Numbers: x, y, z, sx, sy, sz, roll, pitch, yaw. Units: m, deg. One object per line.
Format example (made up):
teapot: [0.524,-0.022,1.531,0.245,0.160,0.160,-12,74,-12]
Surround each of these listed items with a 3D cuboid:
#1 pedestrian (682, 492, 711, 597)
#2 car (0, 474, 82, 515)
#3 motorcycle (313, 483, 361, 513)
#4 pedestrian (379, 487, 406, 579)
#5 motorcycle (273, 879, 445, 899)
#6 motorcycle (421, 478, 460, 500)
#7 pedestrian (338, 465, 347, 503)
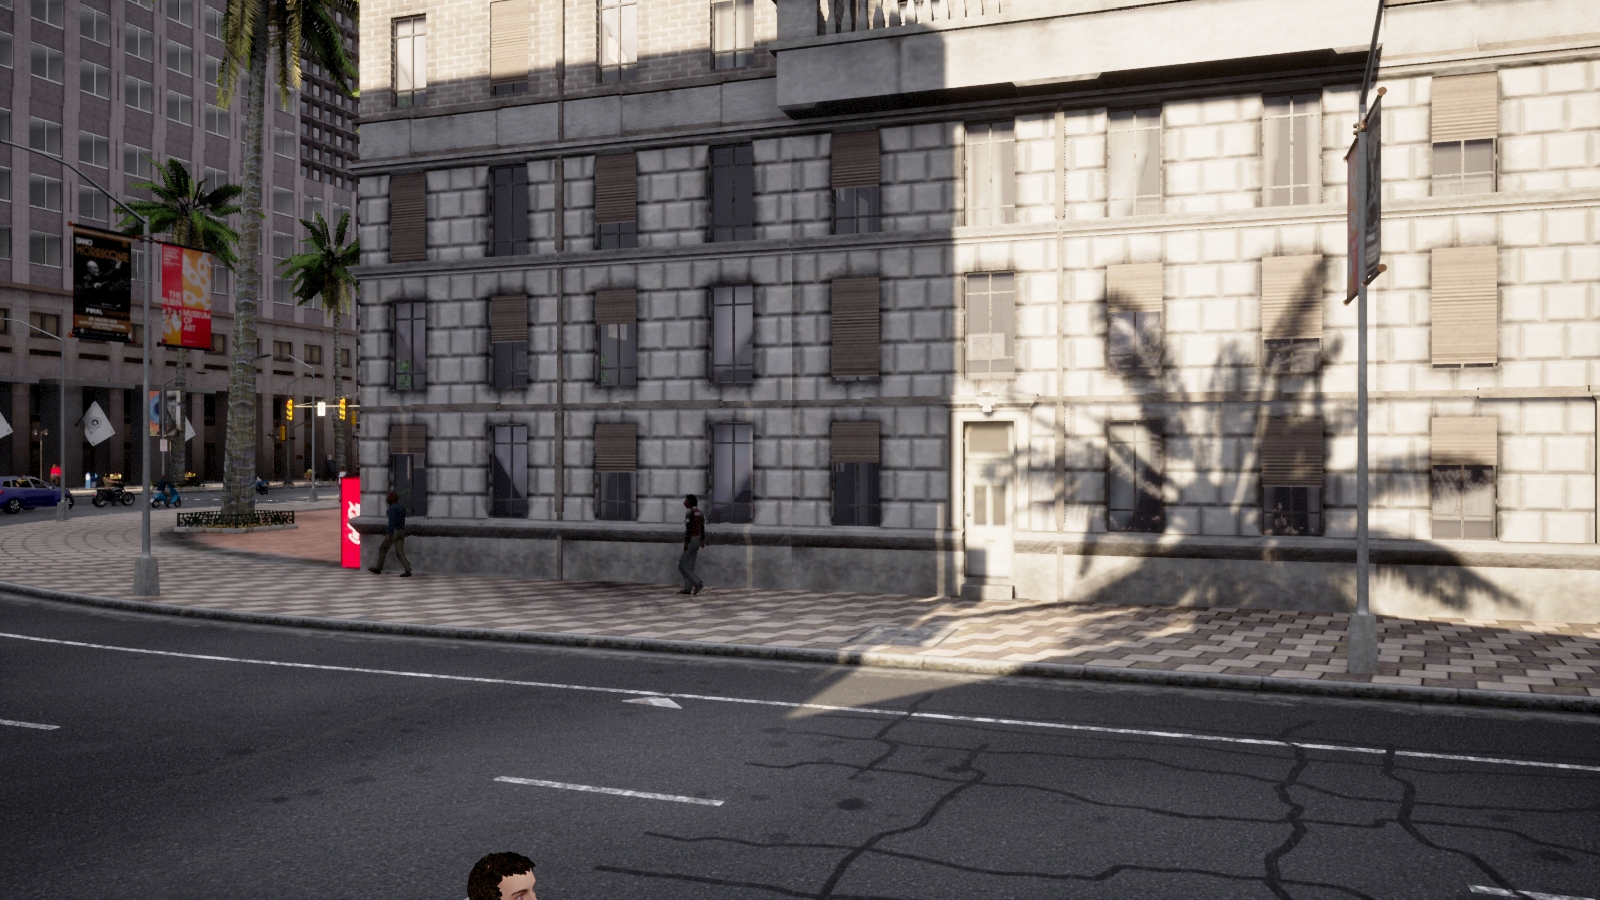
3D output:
pedestrian: [-1.873,1.696,20.654,0.375,1.860,0.375,0,0,24]
car: [-35.215,1.968,51.598,2.242,1.667,4.611,0,0,9]
motorcycle: [-21.134,2.170,52.239,0.764,1.277,2.356,0,0,16]
pedestrian: [-8.377,1.696,23.504,0.375,1.860,0.375,0,0,21]
motorcycle: [-1.030,2.213,3.640,2.033,1.145,0.803,0,0,20]
motorcycle: [-20.307,2.213,64.566,0.803,1.145,2.033,2,1,30]
pedestrian: [-22.961,1.696,57.329,0.375,1.860,0.375,0,0,-11]
